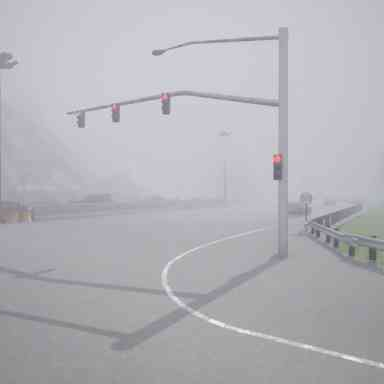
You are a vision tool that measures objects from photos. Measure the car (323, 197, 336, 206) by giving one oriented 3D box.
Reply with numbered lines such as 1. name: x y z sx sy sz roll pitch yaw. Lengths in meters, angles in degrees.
1. car: 23.195 1.534 55.960 2.033 1.411 5.357 0 0 21

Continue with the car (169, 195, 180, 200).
1. car: -4.191 1.450 73.116 2.033 1.411 5.357 0 0 18

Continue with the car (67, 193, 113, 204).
1. car: -11.482 1.162 37.758 2.150 2.045 5.566 0 0 33

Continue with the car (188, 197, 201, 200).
1. car: 0.276 1.544 56.969 1.895 1.301 4.718 0 0 27

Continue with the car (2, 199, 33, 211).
1. car: -16.988 1.442 29.141 1.837 1.490 4.892 0 0 33

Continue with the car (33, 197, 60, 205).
1. car: -19.907 1.409 44.062 2.128 1.511 4.902 0 0 33

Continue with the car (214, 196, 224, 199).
1. car: 6.003 1.493 70.578 1.994 1.385 4.181 0 0 18

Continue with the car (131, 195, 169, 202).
1. car: -5.844 1.293 46.708 2.097 1.767 4.553 0 0 32

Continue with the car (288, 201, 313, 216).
1. car: 10.499 1.549 32.809 1.994 1.385 4.181 0 0 32

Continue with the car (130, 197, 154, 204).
1. car: -9.209 1.522 61.374 1.895 1.301 4.718 0 0 27
